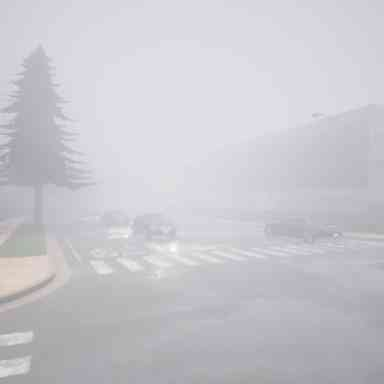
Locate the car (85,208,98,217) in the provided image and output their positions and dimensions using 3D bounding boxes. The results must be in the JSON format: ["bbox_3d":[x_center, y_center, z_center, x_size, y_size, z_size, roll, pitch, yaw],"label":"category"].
[{"bbox_3d":[-15.045,3.062,50.342,1.994,1.385,4.181,0,-2,-18],"label":"car"}]

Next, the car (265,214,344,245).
[{"bbox_3d":[6.089,1.974,18.658,2.128,1.511,4.902,-1,-1,-26],"label":"car"}]

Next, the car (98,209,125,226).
[{"bbox_3d":[-7.448,2.443,32.353,2.128,1.511,4.902,0,-2,-24],"label":"car"}]

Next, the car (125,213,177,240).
[{"bbox_3d":[-2.495,2.107,21.366,2.128,1.511,4.902,0,-2,-24],"label":"car"}]
